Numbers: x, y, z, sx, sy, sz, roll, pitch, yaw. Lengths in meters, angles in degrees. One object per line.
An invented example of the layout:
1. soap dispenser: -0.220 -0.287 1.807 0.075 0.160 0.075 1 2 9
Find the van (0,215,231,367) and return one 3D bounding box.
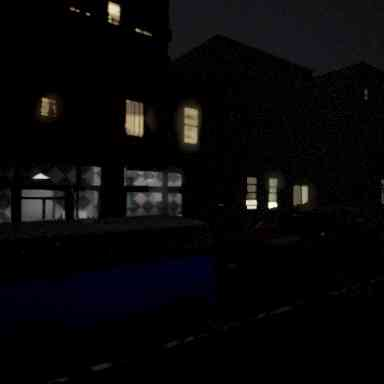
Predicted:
1. van: -1.470 1.336 5.488 3.998 1.788 1.690 0 1 -35

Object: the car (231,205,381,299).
1. car: 2.934 1.294 8.626 5.009 1.841 2.192 0 1 -35
